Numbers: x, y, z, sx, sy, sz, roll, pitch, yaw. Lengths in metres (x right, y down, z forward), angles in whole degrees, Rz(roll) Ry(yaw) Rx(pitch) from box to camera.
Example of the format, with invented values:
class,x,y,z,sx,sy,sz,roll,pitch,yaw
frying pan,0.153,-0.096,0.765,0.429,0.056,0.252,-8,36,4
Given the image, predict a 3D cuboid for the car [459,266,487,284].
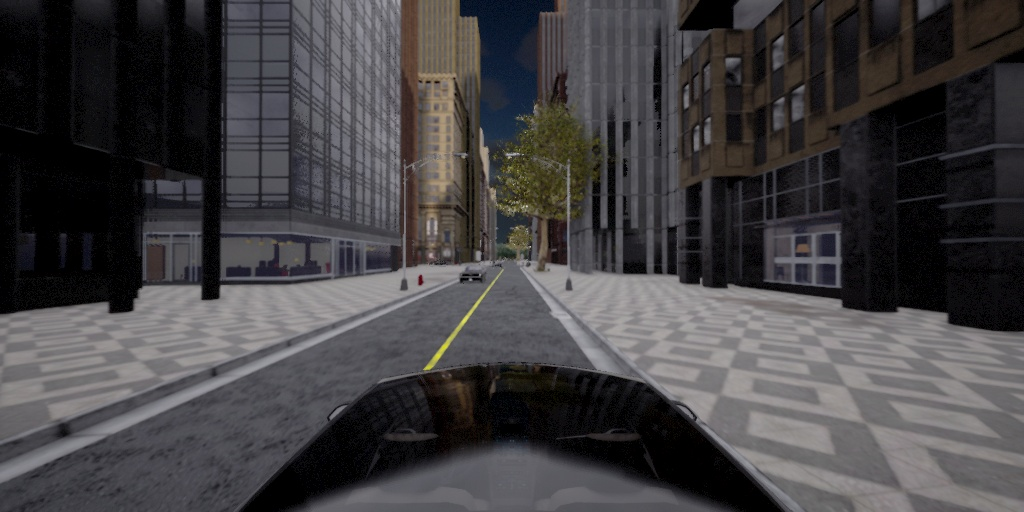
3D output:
class,x,y,z,sx,sy,sz,roll,pitch,yaw
car,-3.092,1.479,29.006,1.895,1.301,4.718,0,0,0
